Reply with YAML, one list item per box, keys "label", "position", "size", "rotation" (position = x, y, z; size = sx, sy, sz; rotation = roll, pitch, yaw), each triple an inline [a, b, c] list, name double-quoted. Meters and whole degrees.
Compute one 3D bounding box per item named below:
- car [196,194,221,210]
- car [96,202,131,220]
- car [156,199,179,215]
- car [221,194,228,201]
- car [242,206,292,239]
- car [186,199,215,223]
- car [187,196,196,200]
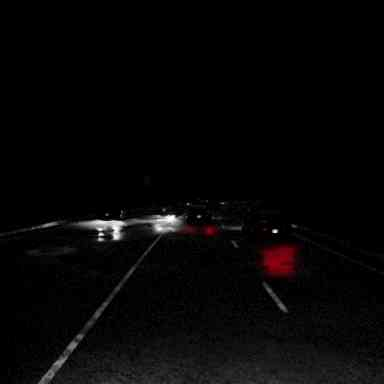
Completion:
- label: "car"
  position: [2.229, 1.225, 42.992]
  size: [2.150, 2.045, 5.566]
  rotation: [0, 0, 8]
- label: "car"
  position: [-6.457, 1.562, 27.708]
  size: [1.994, 1.385, 4.181]
  rotation: [0, 0, 4]
- label: "car"
  position: [-2.464, 1.491, 34.224]
  size: [2.128, 1.511, 4.902]
  rotation: [0, 0, 5]
- label: "car"
  position: [6.591, 1.198, 75.162]
  size: [2.097, 1.767, 4.553]
  rotation: [0, 0, 20]
- label: "car"
  position: [3.791, 1.506, 17.339]
  size: [1.837, 1.490, 4.892]
  rotation: [0, 0, 1]
- label: "car"
  position: [0.605, 1.527, 25.425]
  size: [1.812, 1.442, 4.674]
  rotation: [0, 0, 3]
- label: "car"
  position: [0.465, 1.543, 68.093]
  size: [2.033, 1.411, 5.357]
  rotation: [0, 0, 17]
